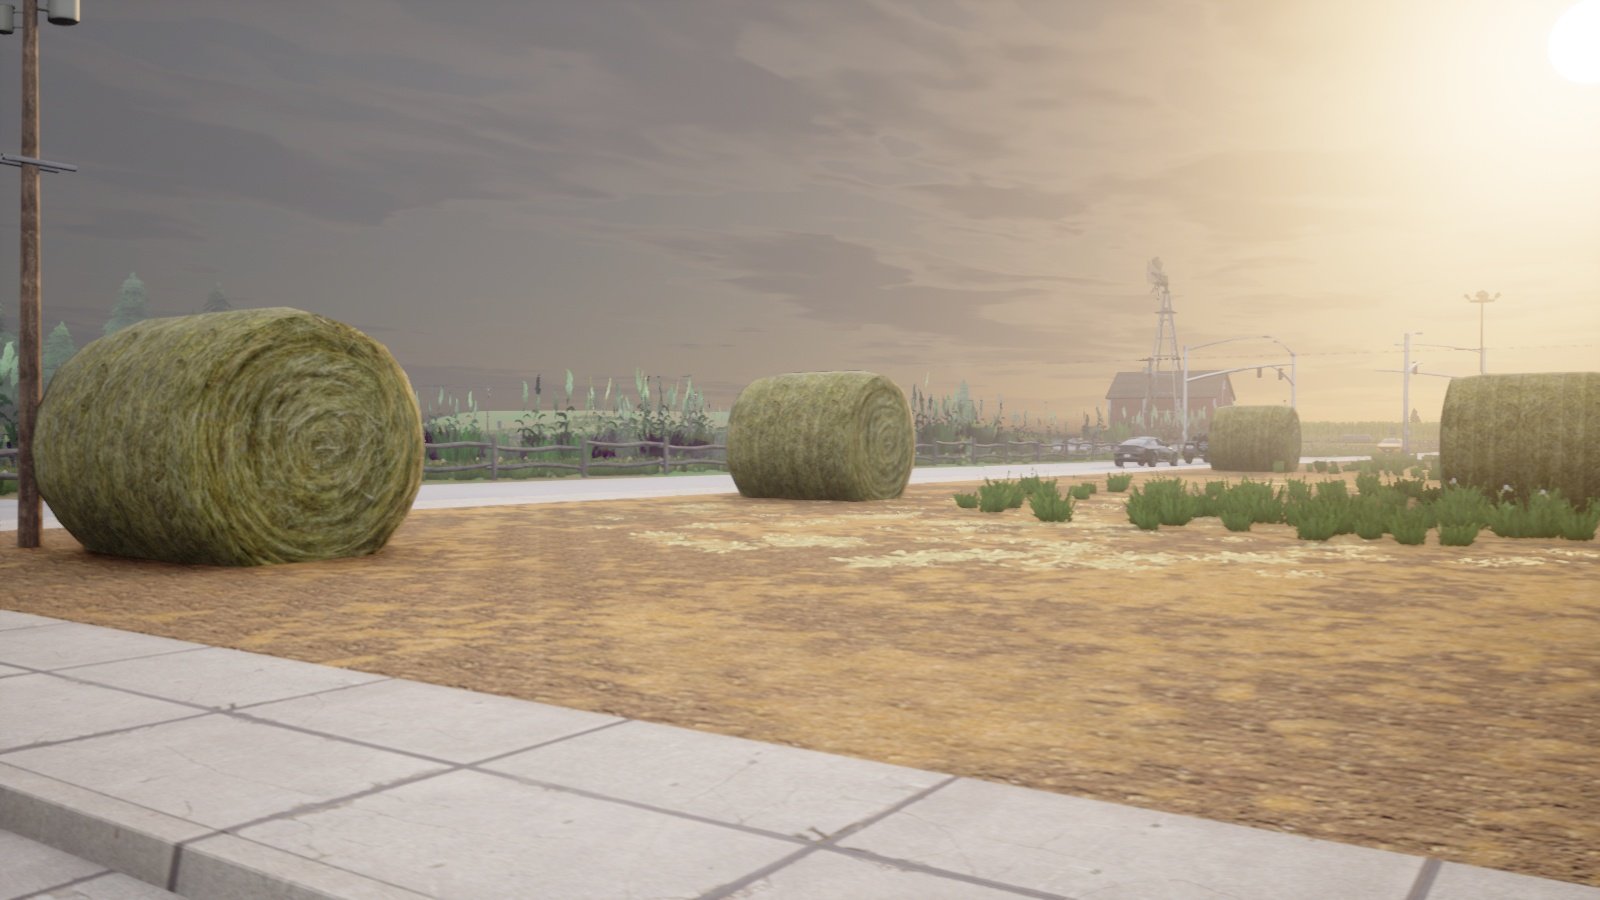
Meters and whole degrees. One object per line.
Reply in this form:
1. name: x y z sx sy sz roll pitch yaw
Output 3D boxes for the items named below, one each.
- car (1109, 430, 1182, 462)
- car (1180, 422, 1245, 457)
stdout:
1. car: 16.492 -0.210 59.835 1.812 1.442 4.674 0 1 36
2. car: 22.252 -0.579 67.649 1.932 1.855 4.605 0 1 36
